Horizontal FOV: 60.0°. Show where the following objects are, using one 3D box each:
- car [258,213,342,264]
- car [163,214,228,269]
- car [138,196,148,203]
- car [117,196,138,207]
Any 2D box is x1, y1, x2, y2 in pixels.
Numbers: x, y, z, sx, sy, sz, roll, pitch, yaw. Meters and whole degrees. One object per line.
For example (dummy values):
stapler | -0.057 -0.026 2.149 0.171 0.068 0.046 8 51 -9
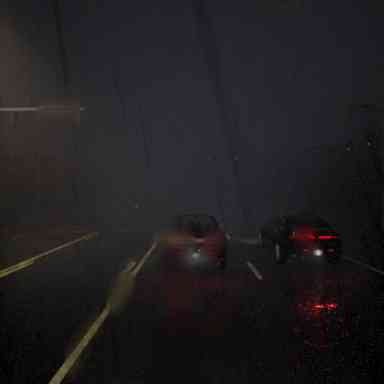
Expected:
car | 3.623 1.509 11.911 1.837 1.490 4.892 0 -1 1
car | 0.117 1.497 11.148 2.128 1.511 4.902 0 0 1
car | -10.244 1.552 67.716 1.812 1.442 4.674 0 0 0
car | -10.370 1.375 52.524 2.097 1.767 4.553 0 0 1
